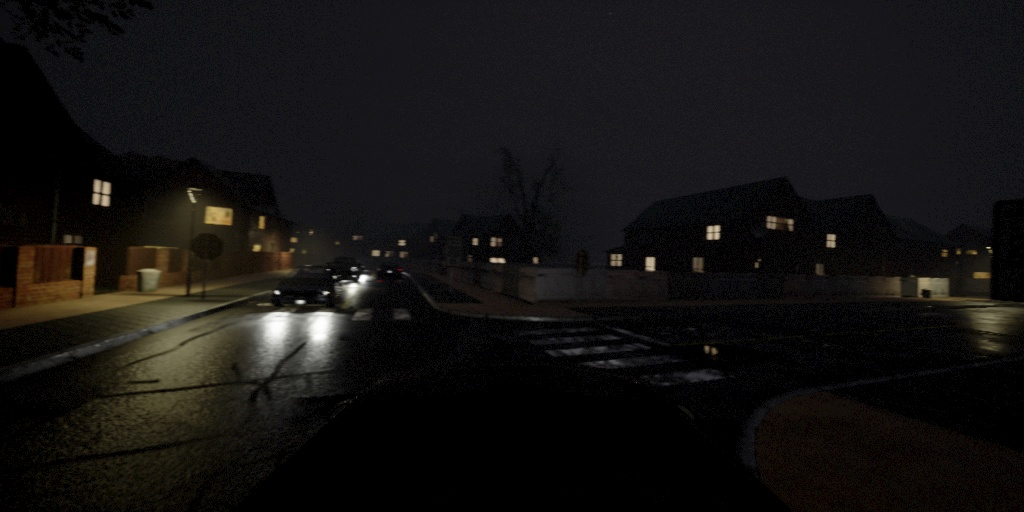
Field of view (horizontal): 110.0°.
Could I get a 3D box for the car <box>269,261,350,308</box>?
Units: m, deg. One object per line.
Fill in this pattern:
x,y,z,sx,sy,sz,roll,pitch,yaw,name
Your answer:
-7.695,1.071,13.913,2.033,1.411,5.357,4,-1,-22,car

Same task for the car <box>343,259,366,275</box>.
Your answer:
-15.578,1.048,35.589,1.895,1.301,4.718,4,-1,-23,car

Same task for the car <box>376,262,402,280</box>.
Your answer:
-10.358,1.207,30.347,1.994,1.385,4.181,4,-1,-19,car

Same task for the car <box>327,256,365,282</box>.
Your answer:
-11.740,0.832,25.122,2.097,1.767,4.553,4,-1,-19,car
